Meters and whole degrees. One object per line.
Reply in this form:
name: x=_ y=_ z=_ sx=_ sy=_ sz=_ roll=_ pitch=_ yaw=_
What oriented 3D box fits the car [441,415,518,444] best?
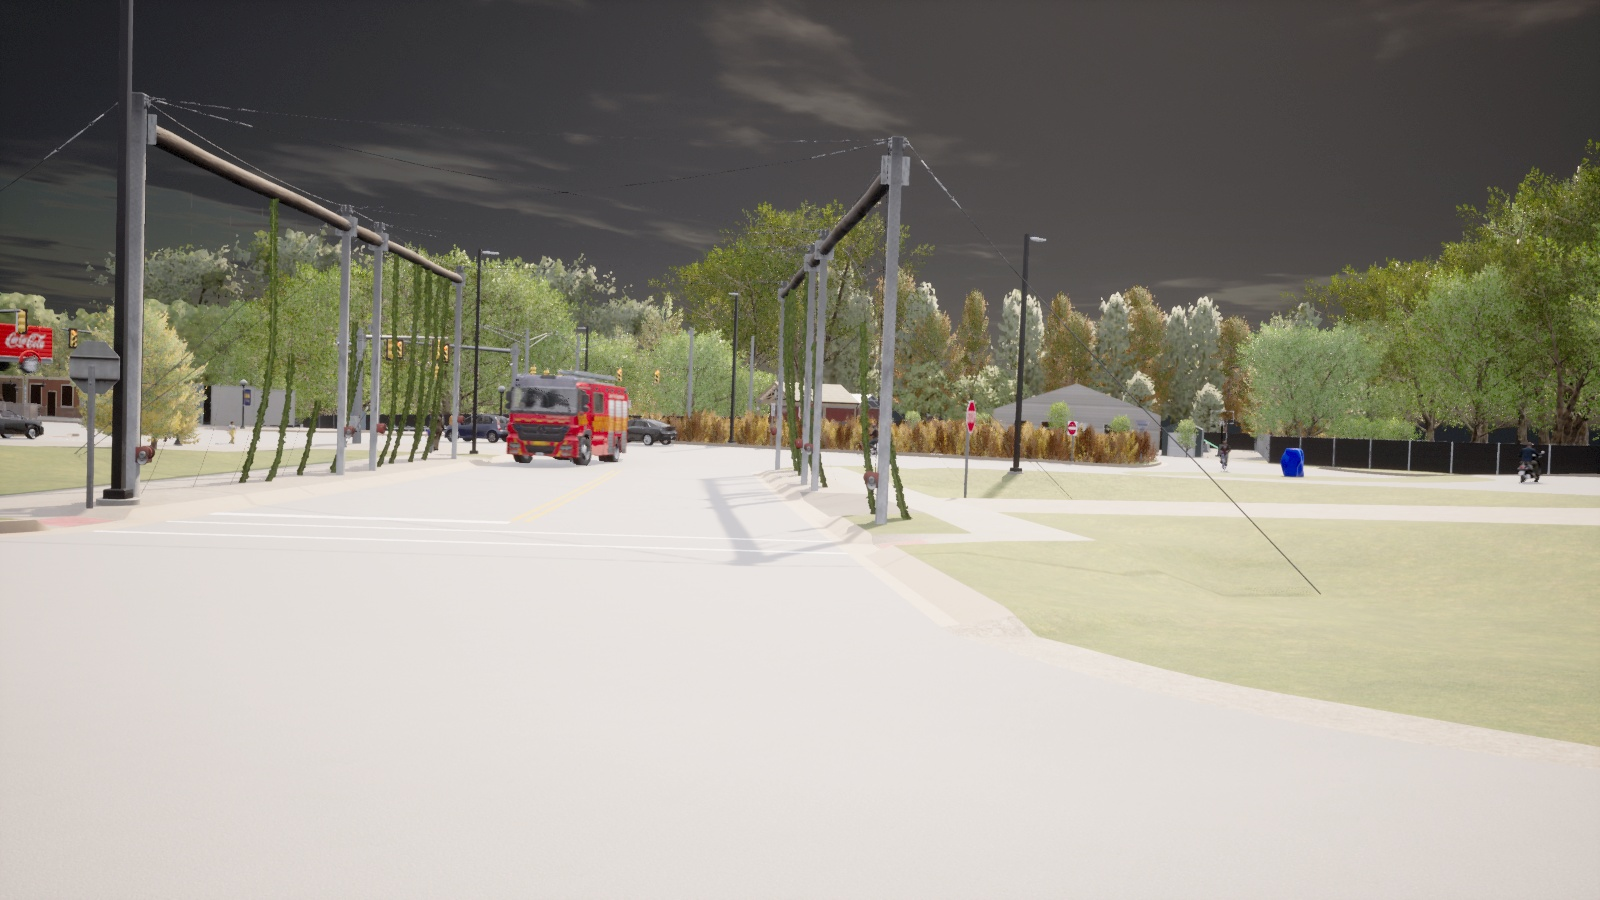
car: x=-18.560 y=-1.212 z=72.718 sx=3.988 sy=1.617 sz=1.851 roll=1 pitch=2 yaw=20

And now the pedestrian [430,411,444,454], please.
pedestrian: x=-16.579 y=-0.802 z=57.349 sx=0.396 sy=1.930 sz=0.692 roll=2 pitch=2 yaw=-2

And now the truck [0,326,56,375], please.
truck: x=-43.565 y=-5.455 z=67.799 sx=2.627 sy=2.467 sz=5.204 roll=5 pitch=3 yaw=21

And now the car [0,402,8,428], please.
car: x=-53.732 y=-2.290 z=80.721 sx=5.027 sy=1.651 sz=2.152 roll=2 pitch=2 yaw=21

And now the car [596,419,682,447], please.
car: x=-9.382 y=-1.017 z=72.962 sx=4.892 sy=1.490 sz=1.837 roll=2 pitch=3 yaw=31

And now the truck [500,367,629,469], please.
truck: x=-9.639 y=-1.307 z=52.523 sx=2.891 sy=3.827 sz=8.468 roll=2 pitch=1 yaw=6

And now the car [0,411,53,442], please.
car: x=-39.793 y=-1.177 z=61.951 sx=2.128 sy=1.511 sz=4.902 roll=2 pitch=1 yaw=16

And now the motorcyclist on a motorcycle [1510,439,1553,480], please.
motorcyclist on a motorcycle: x=28.608 y=0.372 z=49.107 sx=1.817 sy=1.590 sz=0.866 roll=0 pitch=0 yaw=-40
